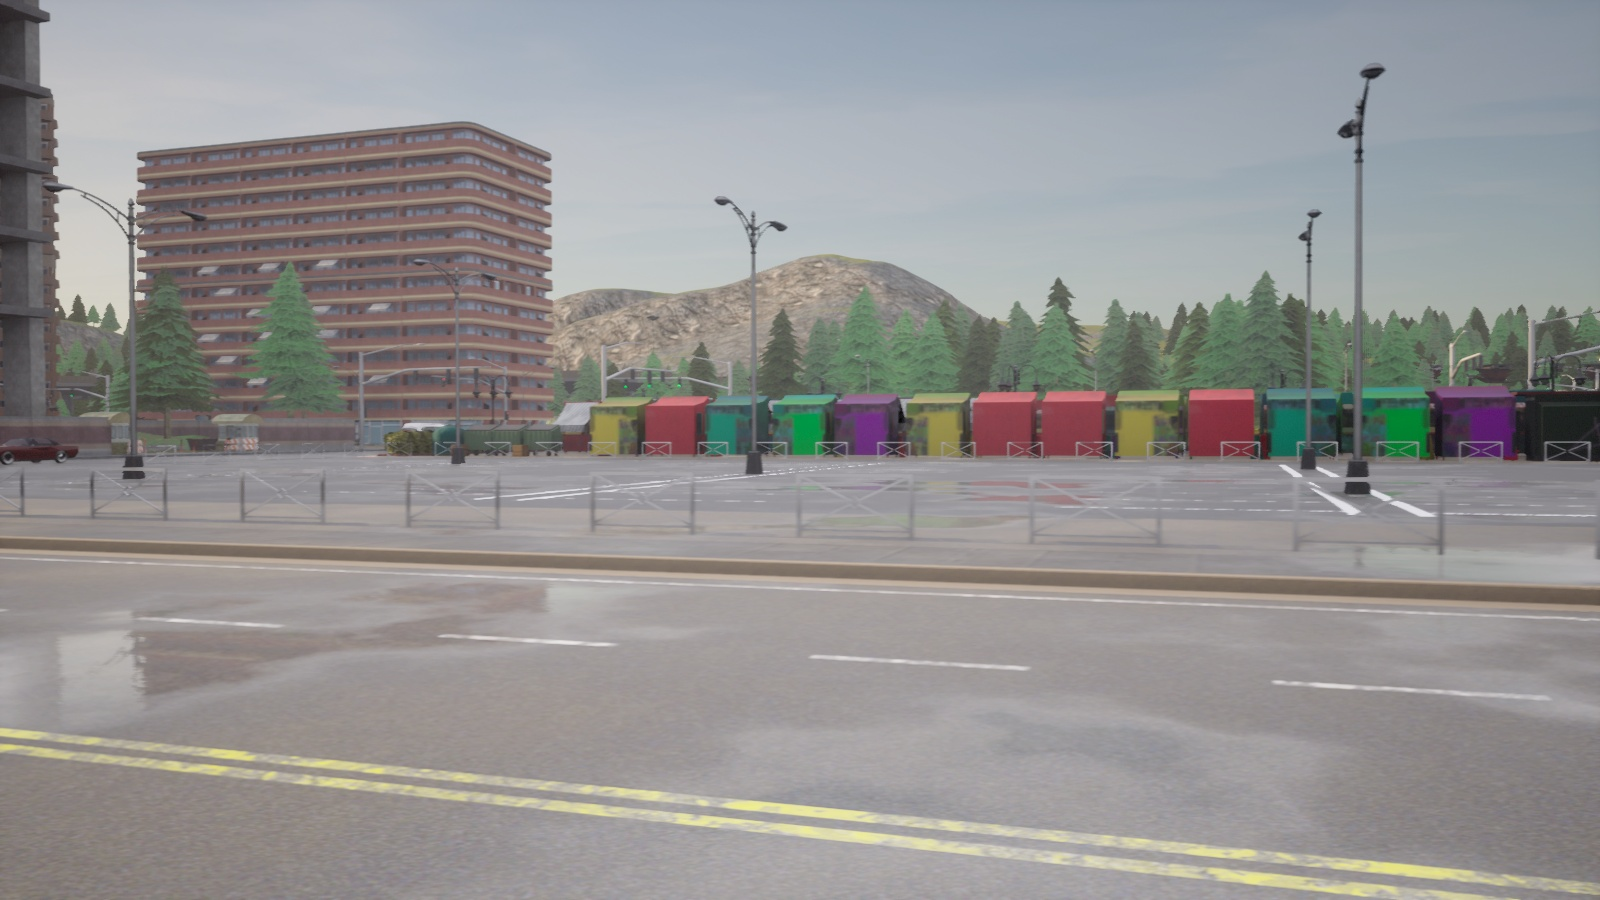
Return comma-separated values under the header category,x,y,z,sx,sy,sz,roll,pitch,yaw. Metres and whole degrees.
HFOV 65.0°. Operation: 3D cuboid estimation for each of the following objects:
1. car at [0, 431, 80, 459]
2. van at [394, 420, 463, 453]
category,x,y,z,sx,sy,sz,roll,pitch,yaw
car,-37.779,-0.248,61.056,1.895,1.301,4.718,1,1,18
van,-23.843,-0.889,80.759,2.069,2.038,4.480,1,1,18
